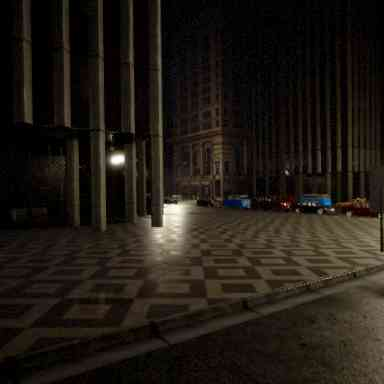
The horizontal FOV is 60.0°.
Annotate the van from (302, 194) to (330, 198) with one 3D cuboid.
[{"bbox_3d":[15.830,1.178,42.852,1.690,1.788,3.998,-1,1,-36],"label":"van"}]

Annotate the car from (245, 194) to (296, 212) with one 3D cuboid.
[{"bbox_3d":[8.902,1.290,37.878,2.192,1.841,5.009,-1,1,-36],"label":"car"}]

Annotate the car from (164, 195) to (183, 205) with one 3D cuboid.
[{"bbox_3d":[-4.018,1.439,55.810,2.008,1.369,4.403,-1,1,-36],"label":"car"}]

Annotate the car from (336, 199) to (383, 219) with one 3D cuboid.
[{"bbox_3d":[15.365,1.567,28.915,1.887,1.381,4.507,-1,1,-36],"label":"car"}]

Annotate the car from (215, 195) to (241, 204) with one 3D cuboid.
[{"bbox_3d":[6.046,1.296,56.442,1.752,1.417,4.829,-1,1,-36],"label":"car"}]

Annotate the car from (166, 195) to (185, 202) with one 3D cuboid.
[{"bbox_3d":[-3.540,1.257,69.755,2.008,1.369,4.403,-1,1,-36],"label":"car"}]

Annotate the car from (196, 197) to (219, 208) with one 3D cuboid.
[{"bbox_3d":[2.442,1.371,46.843,1.967,1.590,4.097,-1,1,-36],"label":"car"}]

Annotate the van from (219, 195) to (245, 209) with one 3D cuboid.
[{"bbox_3d":[5.671,1.294,42.361,1.690,1.788,3.998,-1,1,-36],"label":"van"}]

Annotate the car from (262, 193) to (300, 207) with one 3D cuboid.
[{"bbox_3d":[12.601,1.130,47.336,2.192,1.841,5.009,-1,1,-36],"label":"car"}]

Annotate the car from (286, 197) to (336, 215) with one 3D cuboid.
[{"bbox_3d":[12.135,1.549,33.398,2.008,1.369,4.403,-1,1,-36],"label":"car"}]
